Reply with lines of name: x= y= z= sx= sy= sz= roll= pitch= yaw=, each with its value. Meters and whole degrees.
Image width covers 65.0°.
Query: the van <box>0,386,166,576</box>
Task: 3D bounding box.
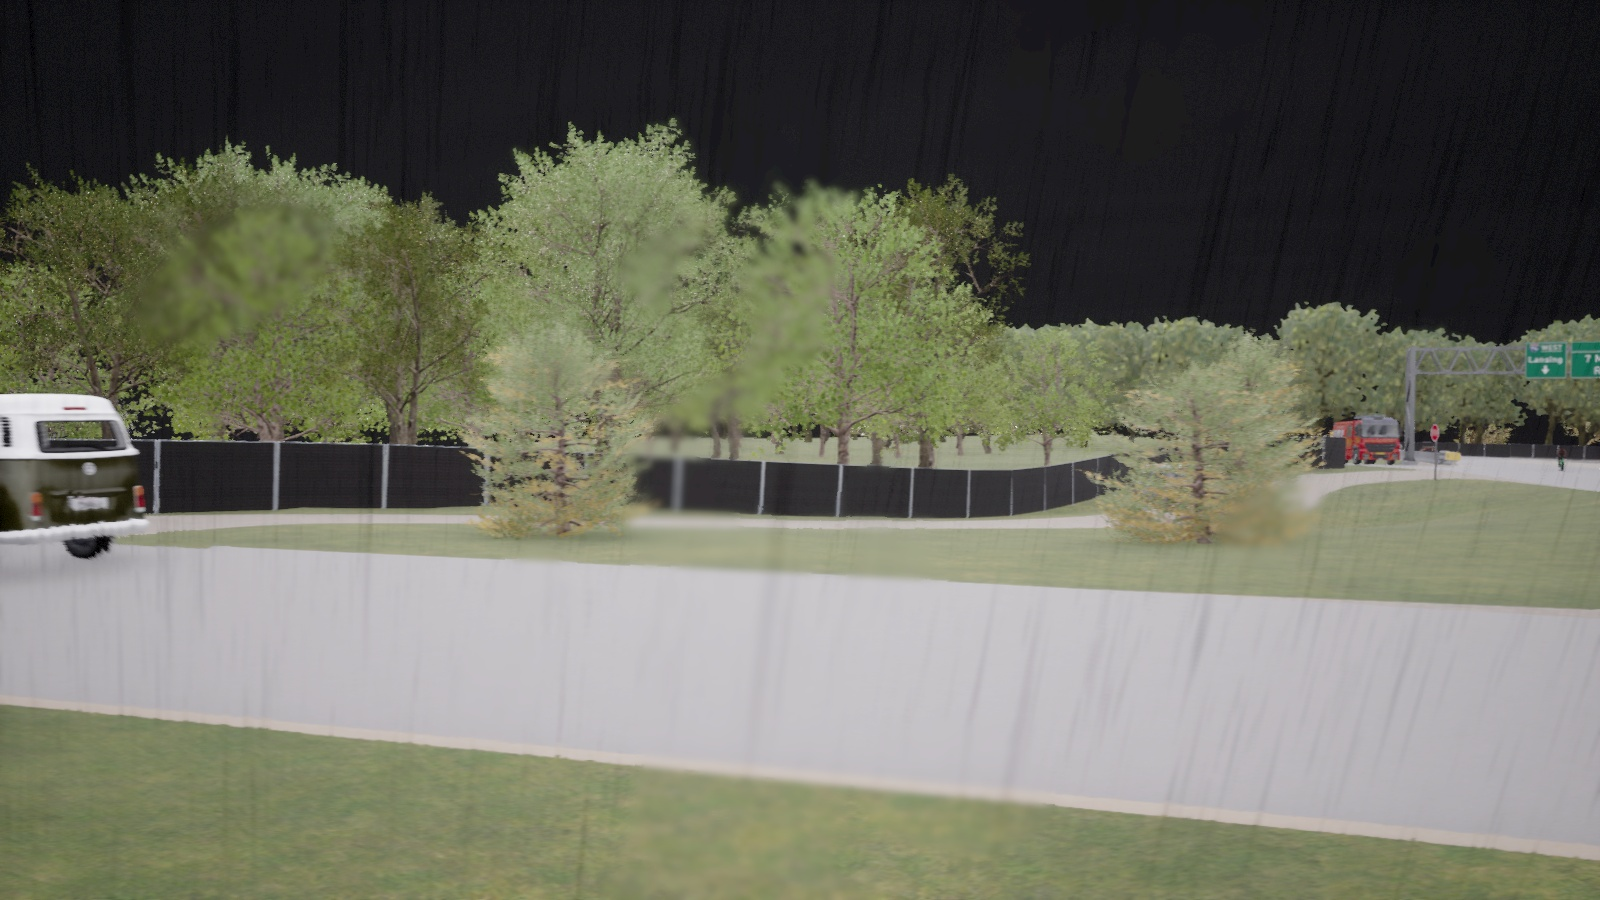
van: x=-10.243 y=0.281 z=15.172 sx=4.480 sy=2.038 sz=2.069 roll=1 pitch=2 yaw=20
